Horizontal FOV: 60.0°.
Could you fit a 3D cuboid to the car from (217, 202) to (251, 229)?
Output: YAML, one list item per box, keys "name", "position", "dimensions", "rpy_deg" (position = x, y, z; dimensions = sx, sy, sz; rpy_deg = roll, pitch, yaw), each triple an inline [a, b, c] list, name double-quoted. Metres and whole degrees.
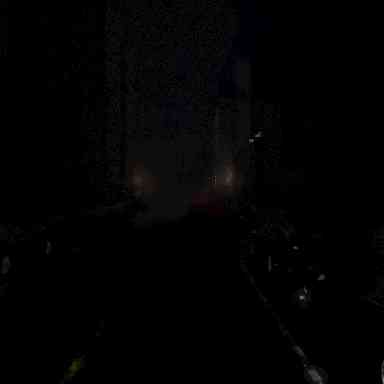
- name: "car"
  position: [2.861, 1.538, 21.081]
  dimensions: [1.947, 1.339, 4.313]
  rpy_deg: [0, 0, 0]

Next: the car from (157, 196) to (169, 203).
- name: "car"
  position: [-5.661, 1.490, 65.263]
  dimensions: [1.802, 1.307, 4.206]
  rpy_deg: [0, 0, 0]

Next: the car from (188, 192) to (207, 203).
- name: "car"
  position: [0.904, 1.169, 39.015]
  dimensions: [2.150, 2.045, 5.566]
  rpy_deg: [0, 0, 0]

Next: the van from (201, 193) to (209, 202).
- name: "van"
  position: [2.866, 1.233, 76.317]
  dimensions: [1.690, 1.788, 3.998]
  rpy_deg: [0, 0, 0]

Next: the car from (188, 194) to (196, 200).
- name: "car"
  position: [0.008, 1.250, 80.108]
  dimensions: [1.812, 1.442, 4.674]
  rpy_deg: [0, 0, 0]

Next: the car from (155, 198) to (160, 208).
- name: "car"
  position: [-5.663, 1.506, 43.162]
  dimensions: [1.947, 1.339, 4.313]
  rpy_deg: [0, 0, 0]

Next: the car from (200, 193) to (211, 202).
- name: "car"
  position: [2.866, 1.215, 70.793]
  dimensions: [2.192, 1.841, 5.009]
  rpy_deg: [0, 0, 0]

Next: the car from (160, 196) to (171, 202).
- name: "car"
  position: [-5.660, 1.466, 70.788]
  dimensions: [1.947, 1.339, 4.313]
  rpy_deg: [0, 0, 0]

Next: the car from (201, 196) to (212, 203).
- name: "car"
  position: [2.865, 1.474, 65.270]
  dimensions: [1.947, 1.339, 4.313]
  rpy_deg: [0, 0, 0]

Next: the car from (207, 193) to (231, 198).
- name: "car"
  position: [2.862, 1.272, 32.128]
  dimensions: [2.192, 1.841, 5.009]
  rpy_deg: [0, 0, 0]

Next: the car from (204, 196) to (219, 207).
- name: "car"
  position: [2.863, 1.372, 48.699]
  dimensions: [1.967, 1.590, 4.097]
  rpy_deg: [0, 0, 0]

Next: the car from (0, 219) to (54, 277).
- name: "car"
  position: [-5.666, 1.538, 10.012]
  dimensions: [2.008, 1.369, 4.403]
  rpy_deg: [0, 0, 0]

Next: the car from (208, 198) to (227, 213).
- name: "car"
  position: [2.862, 1.473, 37.822]
  dimensions: [1.752, 1.417, 4.829]
  rpy_deg: [0, 0, 0]

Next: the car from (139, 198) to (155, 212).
- name: "car"
  position: [-5.663, 1.493, 37.637]
  dimensions: [1.887, 1.381, 4.507]
  rpy_deg: [0, 0, 0]

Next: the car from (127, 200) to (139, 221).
- name: "car"
  position: [-5.665, 1.546, 26.587]
  dimensions: [1.802, 1.307, 4.206]
  rpy_deg: [0, 0, 0]

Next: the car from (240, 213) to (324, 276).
- name: "car"
  position: [2.860, 1.538, 10.034]
  dimensions: [2.008, 1.369, 4.403]
  rpy_deg: [0, 0, 0]

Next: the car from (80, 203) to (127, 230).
- name: "car"
  position: [-5.665, 1.517, 21.062]
  dimensions: [1.887, 1.381, 4.507]
  rpy_deg: [0, 0, 0]

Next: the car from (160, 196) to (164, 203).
- name: "car"
  position: [-5.662, 1.498, 48.687]
  dimensions: [1.947, 1.339, 4.313]
  rpy_deg: [0, 0, 0]

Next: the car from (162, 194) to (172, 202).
- name: "car"
  position: [-5.660, 1.332, 76.312]
  dimensions: [1.967, 1.590, 4.097]
  rpy_deg: [0, 0, 0]

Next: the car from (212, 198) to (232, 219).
- name: "car"
  position: [2.862, 1.490, 26.774]
  dimensions: [1.752, 1.417, 4.829]
  rpy_deg: [0, 0, 0]

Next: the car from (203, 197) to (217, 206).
- name: "car"
  position: [2.864, 1.475, 54.222]
  dimensions: [2.008, 1.369, 4.403]
  rpy_deg: [0, 0, 0]

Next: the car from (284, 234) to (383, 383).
- name: "car"
  position: [2.859, 1.560, 4.509]
  dimensions: [1.947, 1.339, 4.313]
  rpy_deg: [0, 0, 0]

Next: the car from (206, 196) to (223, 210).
- name: "car"
  position: [2.863, 1.380, 43.175]
  dimensions: [1.967, 1.590, 4.097]
  rpy_deg: [0, 0, 0]

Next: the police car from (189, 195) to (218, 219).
- name: "police car"
  position: [0.903, 1.387, 29.095]
  dimensions: [1.930, 1.638, 5.238]
  rpy_deg: [0, 0, 0]

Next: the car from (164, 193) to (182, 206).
- name: "car"
  position: [-3.056, 1.417, 53.415]
  dimensions: [2.128, 1.511, 4.902]
  rpy_deg: [0, 0, 0]
